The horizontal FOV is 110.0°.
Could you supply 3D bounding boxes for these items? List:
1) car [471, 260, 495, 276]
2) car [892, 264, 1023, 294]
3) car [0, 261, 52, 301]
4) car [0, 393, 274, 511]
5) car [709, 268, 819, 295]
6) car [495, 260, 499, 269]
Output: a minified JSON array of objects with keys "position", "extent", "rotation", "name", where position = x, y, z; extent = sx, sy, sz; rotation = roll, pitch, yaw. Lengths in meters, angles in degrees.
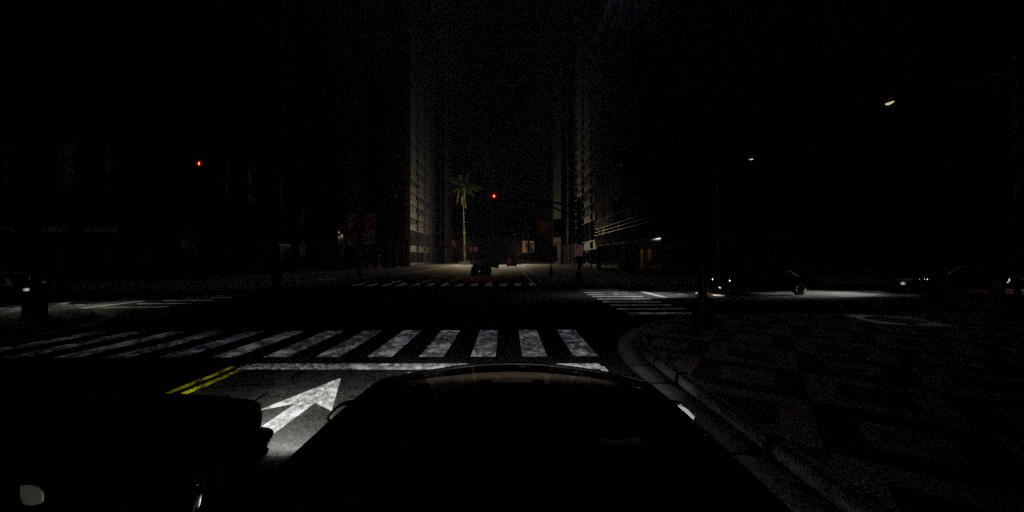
[{"position":[-3.245,1.321,38.376],"extent":[2.128,1.511,4.902],"rotation":[0,0,0],"name":"car"},{"position":[23.000,1.173,18.886],"extent":[4.902,1.511,2.128],"rotation":[0,0,-1],"name":"car"},{"position":[-22.977,1.057,14.933],"extent":[5.566,2.045,2.150],"rotation":[0,0,0],"name":"car"},{"position":[-3.175,1.297,0.693],"extent":[2.033,1.411,5.357],"rotation":[0,0,4],"name":"car"},{"position":[12.994,1.315,18.719],"extent":[4.718,1.301,1.895],"rotation":[0,0,-2],"name":"car"},{"position":[-3.275,1.420,63.061],"extent":[2.128,1.511,4.902],"rotation":[0,0,0],"name":"car"}]
